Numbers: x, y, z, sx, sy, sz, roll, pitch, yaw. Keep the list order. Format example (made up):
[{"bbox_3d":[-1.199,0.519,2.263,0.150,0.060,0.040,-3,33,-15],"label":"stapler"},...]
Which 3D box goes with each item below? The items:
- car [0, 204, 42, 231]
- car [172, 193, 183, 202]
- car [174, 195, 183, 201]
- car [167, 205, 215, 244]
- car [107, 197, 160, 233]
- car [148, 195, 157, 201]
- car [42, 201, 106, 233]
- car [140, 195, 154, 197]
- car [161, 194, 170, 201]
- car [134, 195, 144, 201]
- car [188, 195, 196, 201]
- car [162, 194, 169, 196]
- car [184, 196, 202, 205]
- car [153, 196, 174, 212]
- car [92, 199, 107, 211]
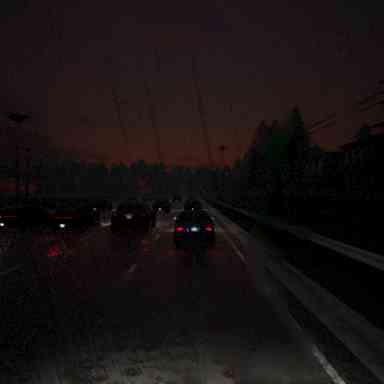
[{"bbox_3d":[-10.404,1.536,20.716,1.837,1.490,4.892,0,0,0],"label":"car"},{"bbox_3d":[-3.514,1.341,78.242,2.150,2.045,5.566,0,0,0],"label":"car"},{"bbox_3d":[-3.516,1.498,88.632,2.128,1.511,4.902,0,0,0],"label":"car"},{"bbox_3d":[0.097,1.573,16.054,2.033,1.411,5.357,0,0,0],"label":"car"},{"bbox_3d":[-3.404,1.383,20.127,2.097,1.767,4.553,0,0,0],"label":"car"},{"bbox_3d":[-10.516,1.568,88.660,1.895,1.301,4.718,0,0,0],"label":"car"},{"bbox_3d":[-6.904,1.535,20.121,1.837,1.490,4.892,0,0,0],"label":"car"},{"bbox_3d":[-10.514,1.616,78.211,1.837,1.490,4.892,0,0,0],"label":"car"},{"bbox_3d":[-7.016,1.328,88.601,2.097,1.767,4.553,0,0,0],"label":"car"},{"bbox_3d":[-14.016,1.451,88.630,1.882,1.535,5.008,0,0,0],"label":"car"},{"bbox_3d":[-0.016,1.451,88.632,1.882,1.535,5.008,0,0,0],"label":"car"},{"bbox_3d":[-7.014,1.656,78.211,2.033,1.411,5.357,0,0,0],"label":"car"},{"bbox_3d":[0.093,1.565,37.981,1.837,1.490,4.892,0,0,0],"label":"car"},{"bbox_3d":[-3.407,1.565,37.948,1.837,1.490,4.892,0,0,0],"label":"car"},{"bbox_3d":[-10.407,1.565,37.961,1.837,1.490,4.892,0,0,0],"label":"car"}]
